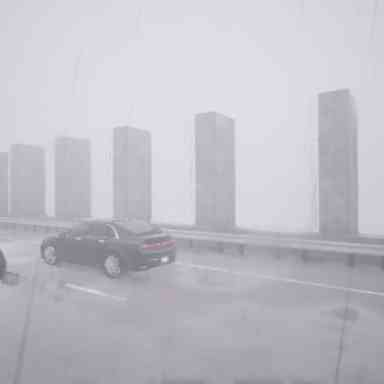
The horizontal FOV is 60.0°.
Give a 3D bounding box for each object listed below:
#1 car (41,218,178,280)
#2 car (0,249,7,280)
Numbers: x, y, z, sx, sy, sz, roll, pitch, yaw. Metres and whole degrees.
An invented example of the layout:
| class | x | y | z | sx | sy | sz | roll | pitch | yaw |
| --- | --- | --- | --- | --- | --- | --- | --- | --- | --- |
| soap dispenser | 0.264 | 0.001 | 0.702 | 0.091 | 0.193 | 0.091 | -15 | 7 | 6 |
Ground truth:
| class | x | y | z | sx | sy | sz | roll | pitch | yaw |
| --- | --- | --- | --- | --- | --- | --- | --- | --- | --- |
| car | -2.689 | 1.554 | 10.194 | 4.892 | 1.490 | 1.837 | 0 | 0 | 35 |
| car | -6.745 | 1.628 | 8.766 | 4.181 | 1.385 | 1.994 | 0 | 0 | 35 |
